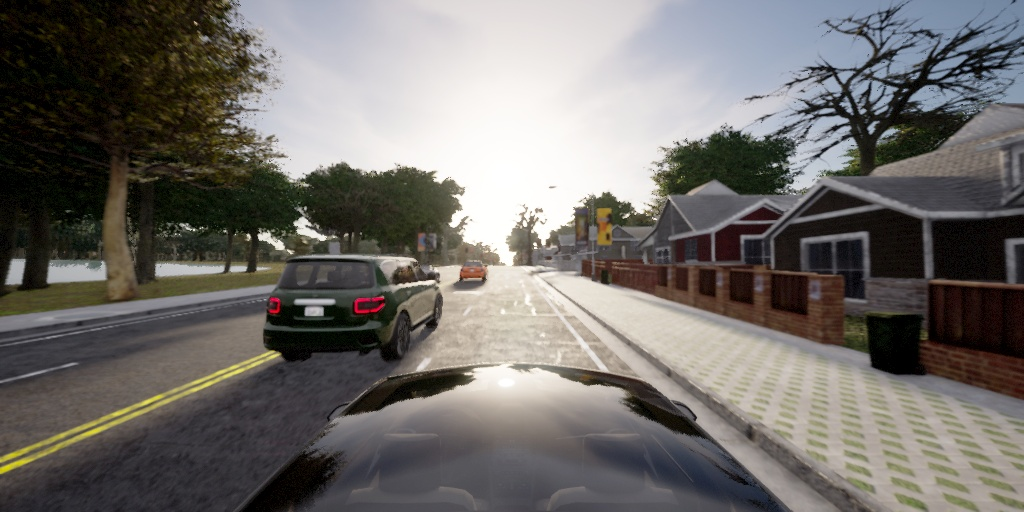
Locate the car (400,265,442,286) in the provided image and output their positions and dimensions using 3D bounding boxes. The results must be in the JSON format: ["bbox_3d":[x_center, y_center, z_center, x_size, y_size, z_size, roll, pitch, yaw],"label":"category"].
[{"bbox_3d":[-6.519,1.359,26.283,1.994,1.385,4.181,0,0,0],"label":"car"}]

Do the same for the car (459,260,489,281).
[{"bbox_3d":[-3.142,1.159,30.375,2.097,1.767,4.553,0,0,0],"label":"car"}]

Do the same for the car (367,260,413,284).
[{"bbox_3d":[-9.744,1.196,29.055,2.097,1.767,4.553,0,0,0],"label":"car"}]

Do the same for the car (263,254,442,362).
[{"bbox_3d":[-3.146,0.979,8.393,2.150,2.045,5.566,0,0,0],"label":"car"}]
